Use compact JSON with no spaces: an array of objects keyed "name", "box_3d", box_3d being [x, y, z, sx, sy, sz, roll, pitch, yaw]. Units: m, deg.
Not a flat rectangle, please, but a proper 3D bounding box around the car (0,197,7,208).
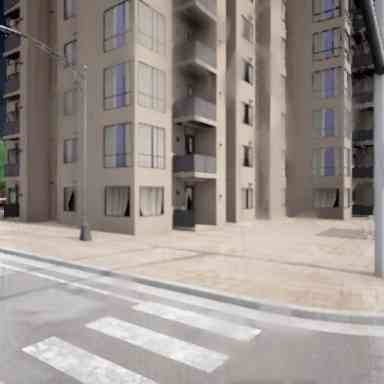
[{"name":"car","box_3d":[-24.486,1.428,45.205,1.812,1.442,4.674,0,0,21]}]
